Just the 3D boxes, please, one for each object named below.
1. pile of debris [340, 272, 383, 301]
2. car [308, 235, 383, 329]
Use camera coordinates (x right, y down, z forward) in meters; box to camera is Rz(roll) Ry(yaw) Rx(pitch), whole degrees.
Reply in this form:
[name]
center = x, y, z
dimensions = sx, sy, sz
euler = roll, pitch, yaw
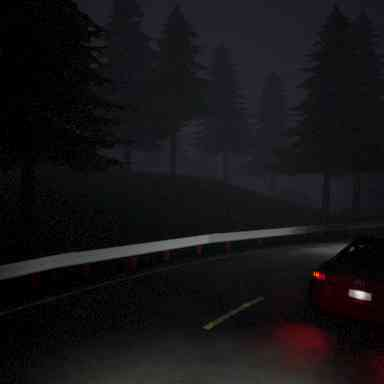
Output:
[pile of debris]
center = 4.580, 2.185, 7.627
dimensions = 1.860, 0.140, 1.500
euler = 0, 0, -39
[car]
center = 4.008, 1.567, 6.621
dimensions = 1.994, 1.385, 4.181
euler = 1, 1, 44
